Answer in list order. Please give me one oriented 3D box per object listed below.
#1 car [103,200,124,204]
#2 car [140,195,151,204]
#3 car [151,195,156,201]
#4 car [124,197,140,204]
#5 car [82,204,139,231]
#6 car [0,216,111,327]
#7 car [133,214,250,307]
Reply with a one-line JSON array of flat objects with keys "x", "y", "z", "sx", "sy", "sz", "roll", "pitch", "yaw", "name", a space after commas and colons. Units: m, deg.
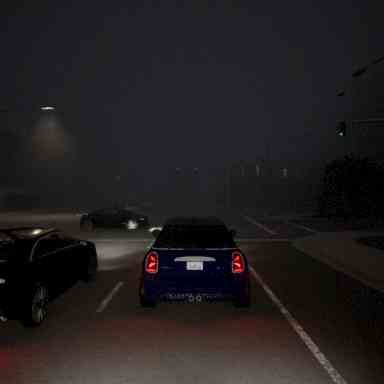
[{"x": -10.669, "y": 1.857, "z": 43.910, "sx": 1.812, "sy": 1.442, "sz": 4.674, "roll": 0, "pitch": 0, "yaw": 0, "name": "car"}, {"x": -10.619, "y": 1.698, "z": 71.529, "sx": 1.882, "sy": 1.535, "sz": 5.008, "roll": 0, "pitch": 1, "yaw": 0, "name": "car"}, {"x": -10.644, "y": 1.476, "z": 87.002, "sx": 2.097, "sy": 1.767, "sz": 4.553, "roll": 0, "pitch": 0, "yaw": 0, "name": "car"}, {"x": -10.677, "y": 1.734, "z": 56.568, "sx": 2.097, "sy": 1.767, "sz": 4.553, "roll": 0, "pitch": 0, "yaw": 0, "name": "car"}, {"x": -4.808, "y": 1.661, "z": 20.762, "sx": 4.181, "sy": 1.385, "sz": 1.994, "roll": 0, "pitch": 0, "yaw": 0, "name": "car"}, {"x": -3.446, "y": 1.503, "z": 7.015, "sx": 2.128, "sy": 1.511, "sz": 4.902, "roll": 0, "pitch": 0, "yaw": 0, "name": "car"}, {"x": 0.060, "y": 1.364, "z": 8.155, "sx": 2.097, "sy": 1.767, "sz": 4.553, "roll": 0, "pitch": 0, "yaw": 0, "name": "car"}]
